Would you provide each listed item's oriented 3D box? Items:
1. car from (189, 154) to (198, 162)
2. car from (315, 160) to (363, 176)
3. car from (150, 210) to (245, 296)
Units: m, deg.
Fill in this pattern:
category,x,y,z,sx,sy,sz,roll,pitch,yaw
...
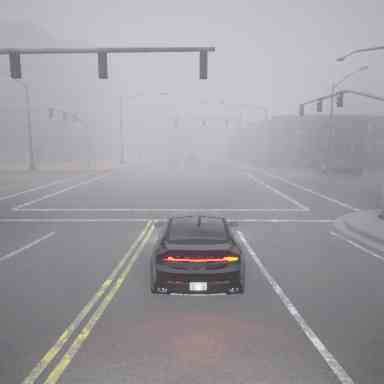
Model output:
category,x,y,z,sx,sy,sz,roll,pitch,yaw
car,0.291,-6.586,63.458,2.033,1.411,5.357,0,8,0
car,15.662,-2.662,35.573,4.553,1.767,2.097,0,8,0
car,0.114,1.198,8.086,1.837,1.490,4.892,0,4,0
